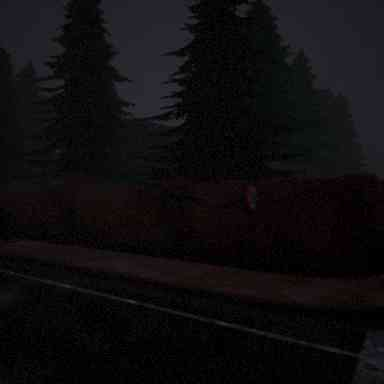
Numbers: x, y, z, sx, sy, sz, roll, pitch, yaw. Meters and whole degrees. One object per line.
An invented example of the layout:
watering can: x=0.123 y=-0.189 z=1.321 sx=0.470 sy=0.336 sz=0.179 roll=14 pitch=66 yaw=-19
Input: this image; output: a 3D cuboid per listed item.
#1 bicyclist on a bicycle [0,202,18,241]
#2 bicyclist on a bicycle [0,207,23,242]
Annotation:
bicyclist on a bicycle: x=-8.275 y=1.245 z=13.880 sx=0.582 sy=1.620 sz=1.656 roll=0 pitch=1 yaw=36
bicyclist on a bicycle: x=-7.627 y=1.246 z=13.202 sx=1.656 sy=1.620 sz=0.582 roll=-1 pitch=1 yaw=-29
